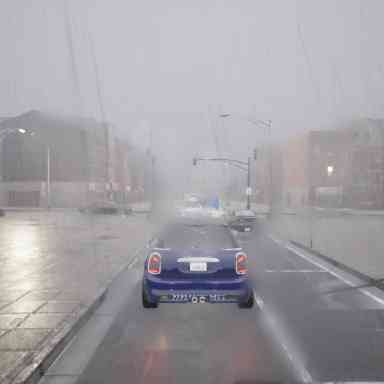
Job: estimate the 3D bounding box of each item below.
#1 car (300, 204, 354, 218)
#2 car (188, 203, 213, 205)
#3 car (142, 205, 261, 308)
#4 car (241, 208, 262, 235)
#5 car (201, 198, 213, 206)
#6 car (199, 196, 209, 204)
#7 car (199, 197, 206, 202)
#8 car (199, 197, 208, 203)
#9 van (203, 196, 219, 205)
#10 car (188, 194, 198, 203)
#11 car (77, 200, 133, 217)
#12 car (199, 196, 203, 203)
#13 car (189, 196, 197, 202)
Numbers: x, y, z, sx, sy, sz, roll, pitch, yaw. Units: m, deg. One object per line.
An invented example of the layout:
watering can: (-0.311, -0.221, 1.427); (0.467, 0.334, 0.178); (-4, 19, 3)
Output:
car: (13.312, 1.826, 33.081); (4.718, 1.301, 1.895); (1, 1, 1)
car: (0.164, 1.546, 17.878); (1.812, 1.442, 4.674); (0, 0, 1)
car: (0.114, 1.355, 8.058); (2.097, 1.767, 4.553); (0, 0, 0)
car: (2.661, 1.572, 18.128); (2.008, 1.369, 4.403); (-1, 0, 0)
car: (2.740, 1.793, 60.956); (2.008, 1.369, 4.403); (-1, -1, 0)
car: (2.767, 1.824, 76.828); (1.967, 1.590, 4.097); (-1, -1, 0)
car: (2.800, 2.138, 92.696); (1.802, 1.307, 4.206); (-2, -1, 0)
car: (2.780, 1.982, 82.117); (1.887, 1.381, 4.507); (-1, -1, 0)
van: (2.706, 1.474, 45.087); (1.690, 1.788, 3.998); (-1, 0, 0)
car: (0.147, 1.583, 75.065); (2.150, 2.045, 5.566); (0, -1, 0)
car: (-7.926, 1.470, 30.474); (4.902, 1.511, 2.128); (1, 1, -6)
car: (2.725, 1.516, 55.669); (2.192, 1.841, 5.009); (-1, 0, 0)
car: (0.167, 1.845, 85.454); (2.033, 1.411, 5.357); (0, -1, 0)
